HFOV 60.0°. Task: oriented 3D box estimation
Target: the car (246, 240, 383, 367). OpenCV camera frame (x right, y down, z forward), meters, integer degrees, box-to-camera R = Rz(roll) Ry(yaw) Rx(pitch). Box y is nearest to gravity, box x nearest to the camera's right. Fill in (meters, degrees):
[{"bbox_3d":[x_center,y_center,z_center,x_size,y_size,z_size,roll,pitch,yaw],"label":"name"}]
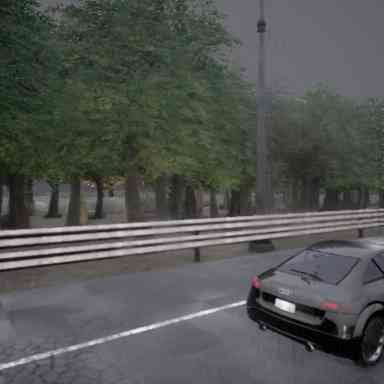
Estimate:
[{"bbox_3d":[2.943,1.565,5.832,4.181,1.385,1.994,0,0,-35],"label":"car"}]
